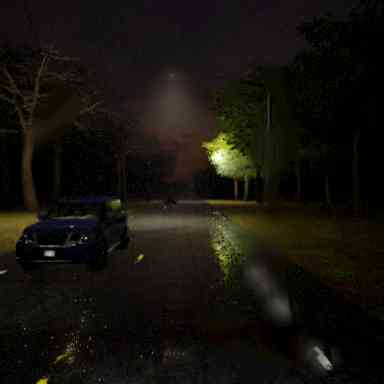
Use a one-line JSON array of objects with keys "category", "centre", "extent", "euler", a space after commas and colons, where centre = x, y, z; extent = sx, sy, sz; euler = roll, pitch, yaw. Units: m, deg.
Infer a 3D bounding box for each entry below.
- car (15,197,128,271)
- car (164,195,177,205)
[{"category": "car", "centre": [-3.600, 1.196, 11.173], "extent": [2.150, 2.045, 5.566], "euler": [0, 0, 0]}, {"category": "car", "centre": [-3.560, 1.362, 55.517], "extent": [1.837, 1.490, 4.892], "euler": [0, 0, 0]}]
